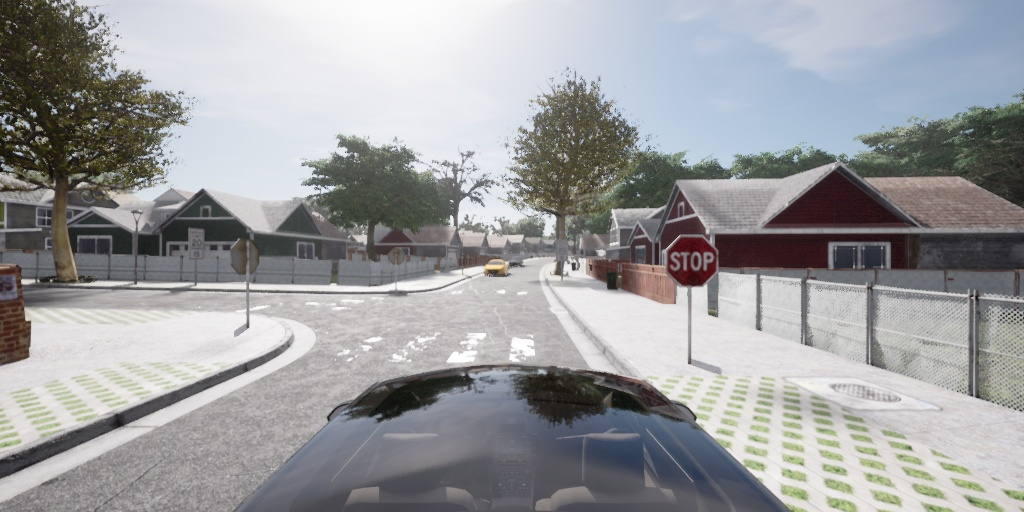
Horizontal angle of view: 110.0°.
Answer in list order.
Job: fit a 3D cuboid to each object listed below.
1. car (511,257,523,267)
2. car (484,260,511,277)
[{"bbox_3d":[0.624,0.903,55.671,1.837,1.490,4.892,0,1,7],"label":"car"},{"bbox_3d":[-1.486,1.128,34.512,1.882,1.535,5.008,0,1,4],"label":"car"}]
